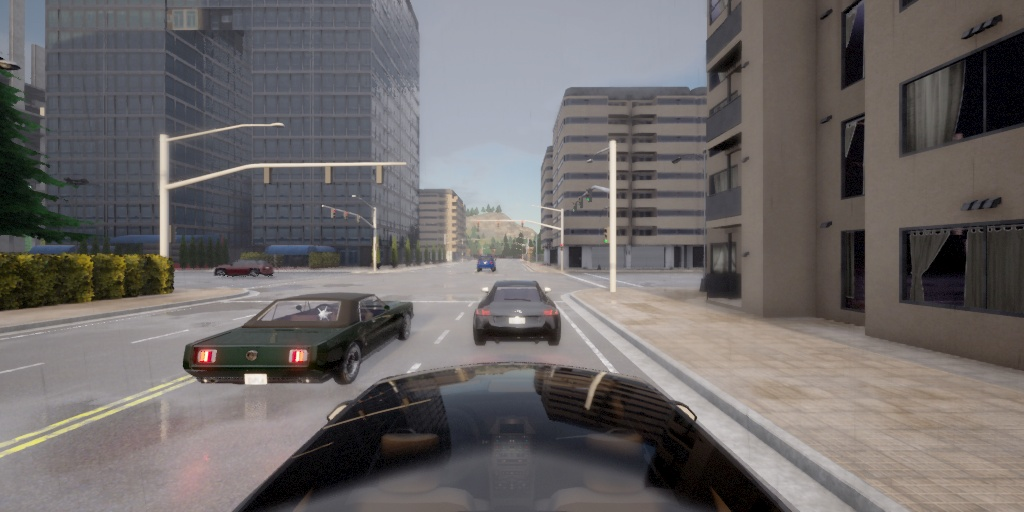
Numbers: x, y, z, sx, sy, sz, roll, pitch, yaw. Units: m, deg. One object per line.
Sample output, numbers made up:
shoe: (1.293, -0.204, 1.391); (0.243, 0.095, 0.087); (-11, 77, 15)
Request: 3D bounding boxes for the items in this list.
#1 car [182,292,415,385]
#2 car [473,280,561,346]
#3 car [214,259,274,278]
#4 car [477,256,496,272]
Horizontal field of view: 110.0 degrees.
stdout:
car: (-3.386, 1.351, 6.984); (1.895, 1.301, 4.718); (0, 0, 0)
car: (0.123, 1.314, 9.464); (1.994, 1.385, 4.181); (0, 0, 0)
car: (-24.892, 1.102, 33.365); (4.553, 1.767, 2.097); (0, 0, 0)
car: (-3.247, 0.971, 46.225); (2.150, 2.045, 5.566); (0, 0, 0)
